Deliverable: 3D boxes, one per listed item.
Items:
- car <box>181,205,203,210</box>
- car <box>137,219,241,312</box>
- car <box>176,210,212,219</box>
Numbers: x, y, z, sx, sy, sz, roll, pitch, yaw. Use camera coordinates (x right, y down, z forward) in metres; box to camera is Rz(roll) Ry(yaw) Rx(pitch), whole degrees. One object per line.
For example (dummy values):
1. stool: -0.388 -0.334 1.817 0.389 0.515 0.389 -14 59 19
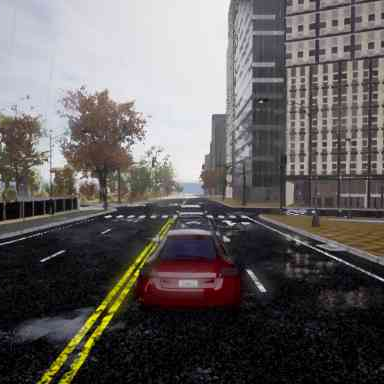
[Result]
1. car: -0.008 1.544 21.283 2.033 1.411 5.357 0 0 0
2. car: -0.023 1.561 7.795 1.994 1.385 4.181 0 0 1
3. car: 0.074 1.597 13.043 1.895 1.301 4.718 0 0 0
